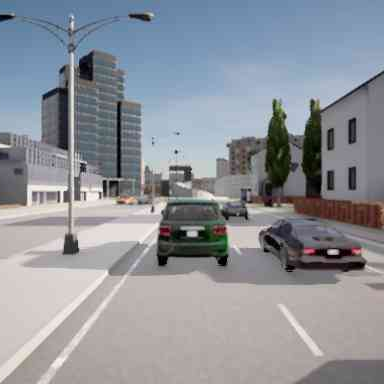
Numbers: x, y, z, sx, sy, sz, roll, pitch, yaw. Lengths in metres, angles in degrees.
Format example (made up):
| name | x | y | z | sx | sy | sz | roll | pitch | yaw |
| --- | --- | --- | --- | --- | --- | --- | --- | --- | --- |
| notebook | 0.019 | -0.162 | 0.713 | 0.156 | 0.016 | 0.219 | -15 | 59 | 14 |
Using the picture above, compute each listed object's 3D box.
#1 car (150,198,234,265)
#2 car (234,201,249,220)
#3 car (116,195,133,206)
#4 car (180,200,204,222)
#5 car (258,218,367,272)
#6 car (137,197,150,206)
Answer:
| name | x | y | z | sx | sy | sz | roll | pitch | yaw |
| --- | --- | --- | --- | --- | --- | --- | --- | --- | --- |
| car | 0.032 | 1.227 | 11.813 | 2.150 | 2.045 | 5.566 | 0 | 0 | 1 |
| car | 3.548 | 1.501 | 27.938 | 2.128 | 1.511 | 4.902 | 0 | 0 | 1 |
| car | -11.537 | 1.369 | 56.840 | 2.097 | 1.767 | 4.553 | 0 | 0 | 1 |
| car | 0.048 | 1.515 | 27.955 | 1.837 | 1.490 | 4.892 | 0 | 0 | 1 |
| car | 3.523 | 1.551 | 10.806 | 2.033 | 1.411 | 5.357 | 0 | 0 | 0 |
| car | -8.043 | 1.543 | 56.096 | 1.812 | 1.442 | 4.674 | 0 | 0 | 0 |
